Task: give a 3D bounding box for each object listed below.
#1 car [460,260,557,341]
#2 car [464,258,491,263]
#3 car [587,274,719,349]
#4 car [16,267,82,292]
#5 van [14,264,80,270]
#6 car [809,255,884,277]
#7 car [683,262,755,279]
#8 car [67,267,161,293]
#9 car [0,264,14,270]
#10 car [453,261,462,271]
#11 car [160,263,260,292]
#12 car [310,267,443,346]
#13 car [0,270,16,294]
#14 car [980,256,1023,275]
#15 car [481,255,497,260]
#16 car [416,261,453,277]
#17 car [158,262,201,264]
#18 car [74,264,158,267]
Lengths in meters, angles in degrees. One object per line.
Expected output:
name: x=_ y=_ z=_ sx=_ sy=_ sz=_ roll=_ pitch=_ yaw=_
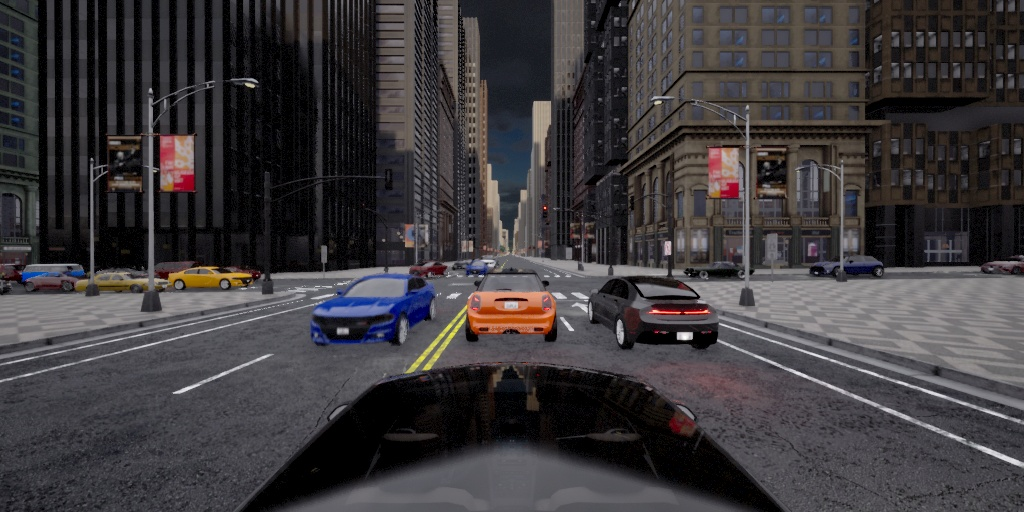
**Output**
car: x=-0.008 y=1.101 z=10.003 sx=2.097 sy=1.767 sz=4.553 roll=0 pitch=0 yaw=0
car: x=-3.437 y=1.218 z=35.617 sx=1.882 sy=1.535 sz=5.008 roll=0 pitch=0 yaw=0
car: x=3.234 y=1.254 z=9.143 sx=1.837 sy=1.490 sz=4.892 roll=0 pitch=0 yaw=0
car: x=-30.783 y=1.714 z=24.854 sx=4.181 sy=1.385 sz=1.994 roll=-1 pitch=0 yaw=1
van: x=-39.307 y=1.582 z=30.723 sx=3.998 sy=1.789 sz=1.690 roll=0 pitch=0 yaw=0
car: x=26.102 y=0.719 z=28.097 sx=4.553 sy=1.767 sz=2.097 roll=-1 pitch=0 yaw=0
car: x=16.088 y=1.102 z=28.086 sx=4.718 sy=1.301 sz=1.895 roll=-1 pitch=0 yaw=0
car: x=-23.883 y=1.595 z=22.183 sx=4.829 sy=1.417 sz=1.751 roll=0 pitch=0 yaw=0
car: x=-44.394 y=1.625 z=30.727 sx=5.009 sy=1.841 sz=2.192 roll=0 pitch=0 yaw=0
car: x=-6.715 y=1.294 z=47.803 sx=1.994 sy=1.385 sz=4.181 roll=0 pitch=0 yaw=0
car: x=-20.785 y=1.491 z=24.843 sx=5.008 sy=1.535 sz=1.882 roll=-1 pitch=0 yaw=0
car: x=-3.368 y=1.227 z=9.630 sx=1.882 sy=1.535 sz=5.008 roll=0 pitch=0 yaw=0
car: x=-33.825 y=1.753 z=22.180 sx=4.403 sy=1.370 sz=2.007 roll=0 pitch=0 yaw=0
car: x=39.865 y=0.710 z=28.095 sx=4.674 sy=1.442 sz=1.812 roll=-1 pitch=0 yaw=0
car: x=-3.473 y=0.946 z=50.761 sx=2.150 sy=2.045 sz=5.566 roll=0 pitch=1 yaw=0
car: x=-7.682 y=1.222 z=33.520 sx=1.882 sy=1.535 sz=5.008 roll=0 pitch=0 yaw=15
car: x=-29.133 y=1.418 z=30.715 sx=5.009 sy=1.841 sz=2.192 roll=0 pitch=0 yaw=0
car: x=-30.550 y=1.637 z=28.030 sx=4.892 sy=1.490 sz=1.837 roll=-1 pitch=0 yaw=0
